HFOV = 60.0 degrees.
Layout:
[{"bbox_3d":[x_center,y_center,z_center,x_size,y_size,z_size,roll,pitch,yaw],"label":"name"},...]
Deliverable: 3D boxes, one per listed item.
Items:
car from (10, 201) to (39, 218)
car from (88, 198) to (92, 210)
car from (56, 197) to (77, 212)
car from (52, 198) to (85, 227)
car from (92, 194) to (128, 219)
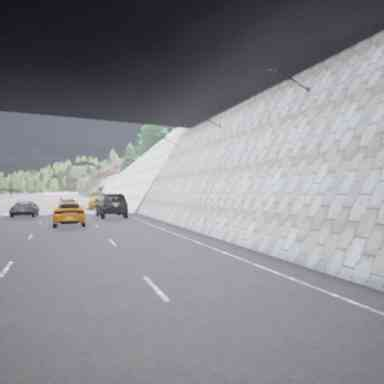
[{"bbox_3d":[-14.833,1.474,29.594,1.994,1.385,4.181,0,0,-21],"label":"car"},{"bbox_3d":[-11.733,1.372,40.981,1.882,1.535,5.008,0,0,-21],"label":"car"},{"bbox_3d":[-14.522,1.383,38.510,2.128,1.511,4.902,0,0,-21],"label":"car"},{"bbox_3d":[-8.283,1.416,22.363,1.882,1.535,5.008,0,0,-21],"label":"car"},{"bbox_3d":[-6.994,1.152,28.733,2.150,2.045,5.566,0,0,-22],"label":"car"}]
